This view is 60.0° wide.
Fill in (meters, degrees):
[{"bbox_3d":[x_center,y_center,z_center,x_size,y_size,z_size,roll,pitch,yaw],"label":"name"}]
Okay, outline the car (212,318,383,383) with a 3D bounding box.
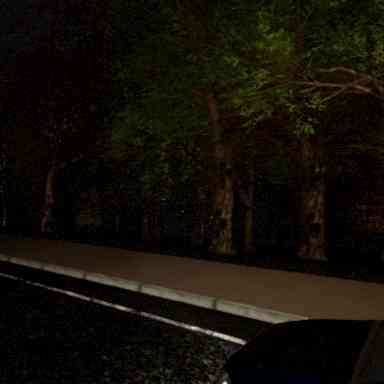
[{"bbox_3d":[2.125,1.560,2.167,4.181,1.385,1.994,0,0,35],"label":"car"}]
